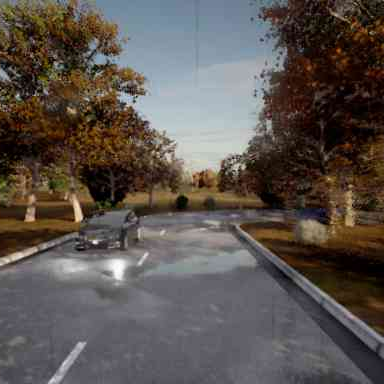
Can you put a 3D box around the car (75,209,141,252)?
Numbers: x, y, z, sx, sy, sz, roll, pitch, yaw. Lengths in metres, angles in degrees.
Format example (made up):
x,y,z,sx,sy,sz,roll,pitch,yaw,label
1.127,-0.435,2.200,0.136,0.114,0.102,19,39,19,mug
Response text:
x,y,z,sx,sy,sz,roll,pitch,yaw,label
-3.338,1.500,13.953,1.837,1.490,4.892,0,0,0,car
